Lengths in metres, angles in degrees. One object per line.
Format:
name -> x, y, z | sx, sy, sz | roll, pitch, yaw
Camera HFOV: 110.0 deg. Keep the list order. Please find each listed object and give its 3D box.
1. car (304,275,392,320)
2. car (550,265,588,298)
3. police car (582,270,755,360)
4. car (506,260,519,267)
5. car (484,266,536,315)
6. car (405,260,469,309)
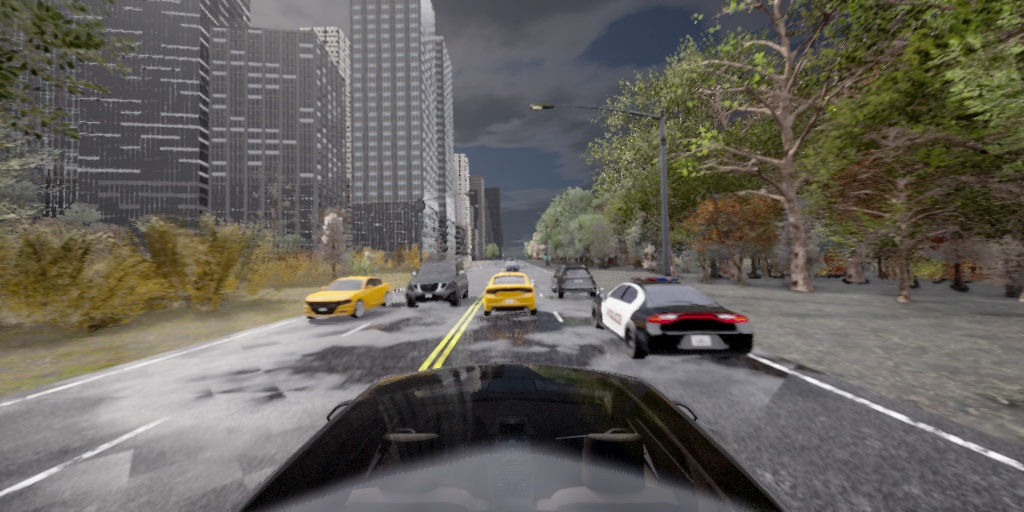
car -> -6.616, 1.598, 15.020 | 1.882, 1.535, 5.008 | -2, 0, 0
car -> 3.220, 1.290, 19.569 | 2.033, 1.649, 4.856 | -2, -1, 0
police car -> 3.247, 1.281, 8.560 | 2.038, 1.542, 4.974 | 0, 0, 0
car -> 0.083, 1.666, 52.118 | 1.895, 1.301, 4.718 | -2, 0, 0
car -> -0.075, 1.415, 14.835 | 1.882, 1.535, 5.008 | -2, 0, 0
car -> -3.375, 1.261, 17.240 | 2.150, 2.045, 5.566 | -2, 0, 0
